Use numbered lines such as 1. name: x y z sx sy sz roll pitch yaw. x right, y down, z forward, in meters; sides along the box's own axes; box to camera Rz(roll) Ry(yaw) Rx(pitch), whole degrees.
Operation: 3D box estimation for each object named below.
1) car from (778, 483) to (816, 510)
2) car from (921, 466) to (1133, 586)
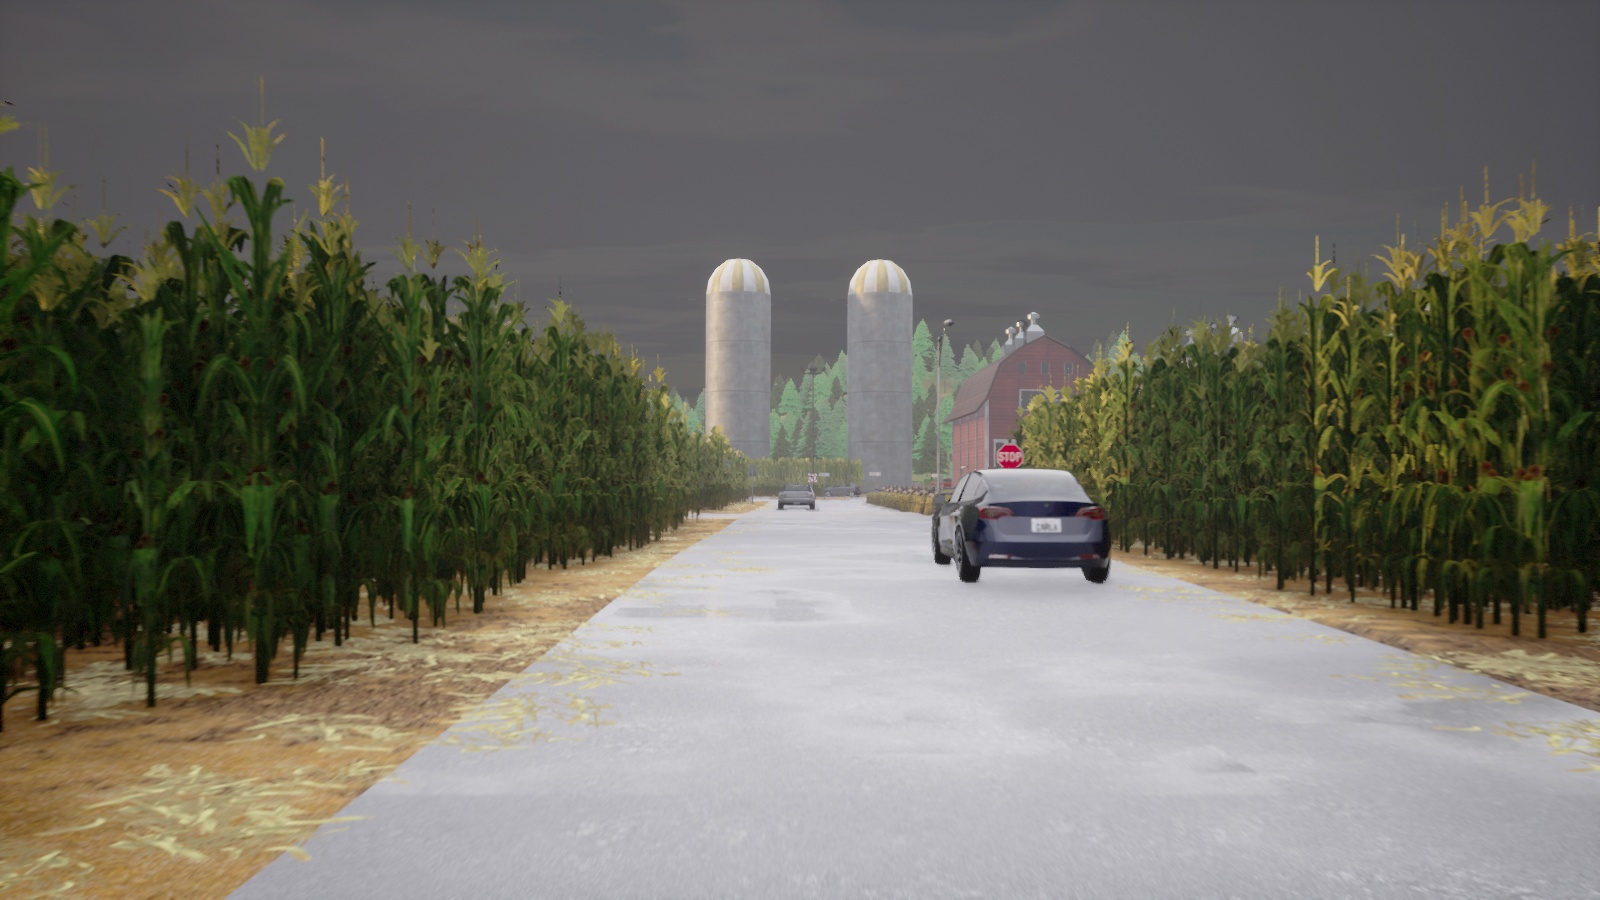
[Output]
1. car: -0.156 2.406 65.048 1.895 1.301 4.718 0 -2 0
2. car: 3.055 0.982 18.051 2.163 1.488 4.792 0 -1 0
